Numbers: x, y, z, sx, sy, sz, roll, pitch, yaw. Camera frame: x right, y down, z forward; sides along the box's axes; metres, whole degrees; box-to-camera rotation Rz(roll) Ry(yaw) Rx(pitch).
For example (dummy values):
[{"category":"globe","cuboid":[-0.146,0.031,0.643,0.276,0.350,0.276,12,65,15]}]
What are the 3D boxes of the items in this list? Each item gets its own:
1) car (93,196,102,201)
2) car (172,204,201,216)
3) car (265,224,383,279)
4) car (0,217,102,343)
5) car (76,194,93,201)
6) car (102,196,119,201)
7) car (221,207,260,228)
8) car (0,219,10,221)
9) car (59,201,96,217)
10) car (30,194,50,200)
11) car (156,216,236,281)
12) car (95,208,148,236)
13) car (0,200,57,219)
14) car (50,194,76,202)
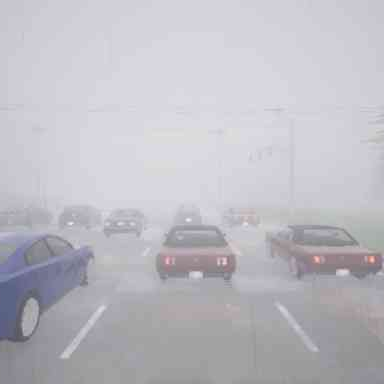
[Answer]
[{"category":"car","cuboid":[-26.006,1.781,89.819,4.892,1.490,1.837,0,0,39]},{"category":"car","cuboid":[-0.376,1.599,23.370,1.812,1.442,4.674,0,0,-4]},{"category":"car","cuboid":[3.588,1.633,10.132,1.895,1.301,4.718,0,0,0]},{"category":"car","cuboid":[-3.401,1.498,6.490,1.882,1.535,5.008,0,0,0]},{"category":"car","cuboid":[-29.499,1.816,88.081,5.357,1.411,2.033,0,0,35]},{"category":"car","cuboid":[-21.751,1.809,90.833,4.674,1.442,1.812,0,0,42]},{"category":"car","cuboid":[3.174,1.673,22.779,1.895,1.301,4.718,0,0,-4]},{"category":"car","cuboid":[-6.907,1.629,8.911,1.895,1.301,4.718,0,0,0]},{"category":"car","cuboid":[-7.294,1.576,21.990,1.837,1.490,4.892,0,0,-4]},{"category":"car","cuboid":[-38.227,1.493,85.405,5.566,2.045,2.150,0,0,28]},{"category":"car","cuboid":[0.090,1.632,9.925,1.895,1.301,4.718,0,0,0]},{"category":"car","cuboid":[-3.600,1.606,18.637,2.033,1.411,5.357,0,0,-2]},{"category":"car","cuboid":[-10.797,1.562,21.927,2.128,1.511,4.902,0,0,-4]},{"category":"car","cuboid":[-33.510,1.496,86.639,5.566,2.045,2.150,0,0,32]}]
